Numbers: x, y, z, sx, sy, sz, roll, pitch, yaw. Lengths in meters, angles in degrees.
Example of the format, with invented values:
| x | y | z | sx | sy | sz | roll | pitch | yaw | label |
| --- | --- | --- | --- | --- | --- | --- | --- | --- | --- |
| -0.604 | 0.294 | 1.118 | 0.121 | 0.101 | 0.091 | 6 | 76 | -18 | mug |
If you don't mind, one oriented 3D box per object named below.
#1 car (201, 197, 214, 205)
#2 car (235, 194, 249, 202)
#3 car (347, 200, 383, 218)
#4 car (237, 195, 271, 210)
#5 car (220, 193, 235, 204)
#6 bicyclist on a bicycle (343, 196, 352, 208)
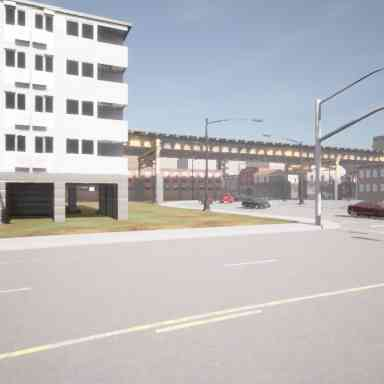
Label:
| x | y | z | sx | sy | sz | roll | pitch | yaw | label |
| --- | --- | --- | --- | --- | --- | --- | --- | --- | --- |
| 2.653 | 1.601 | 58.498 | 1.895 | 1.301 | 4.718 | 0 | 0 | -3 | car |
| 11.346 | 1.525 | 75.425 | 2.128 | 1.511 | 4.902 | 0 | 0 | 41 | car |
| 15.439 | 1.478 | 27.723 | 1.882 | 1.535 | 5.008 | 0 | 0 | -24 | car |
| 8.228 | 1.507 | 43.169 | 1.837 | 1.490 | 4.892 | 0 | -1 | -25 | car |
| 6.751 | 1.221 | 65.725 | 2.150 | 2.045 | 5.566 | 0 | 0 | 11 | car |
| 20.236 | 1.303 | 43.344 | 1.656 | 1.620 | 0.582 | 0 | 0 | -25 | bicyclist on a bicycle |
